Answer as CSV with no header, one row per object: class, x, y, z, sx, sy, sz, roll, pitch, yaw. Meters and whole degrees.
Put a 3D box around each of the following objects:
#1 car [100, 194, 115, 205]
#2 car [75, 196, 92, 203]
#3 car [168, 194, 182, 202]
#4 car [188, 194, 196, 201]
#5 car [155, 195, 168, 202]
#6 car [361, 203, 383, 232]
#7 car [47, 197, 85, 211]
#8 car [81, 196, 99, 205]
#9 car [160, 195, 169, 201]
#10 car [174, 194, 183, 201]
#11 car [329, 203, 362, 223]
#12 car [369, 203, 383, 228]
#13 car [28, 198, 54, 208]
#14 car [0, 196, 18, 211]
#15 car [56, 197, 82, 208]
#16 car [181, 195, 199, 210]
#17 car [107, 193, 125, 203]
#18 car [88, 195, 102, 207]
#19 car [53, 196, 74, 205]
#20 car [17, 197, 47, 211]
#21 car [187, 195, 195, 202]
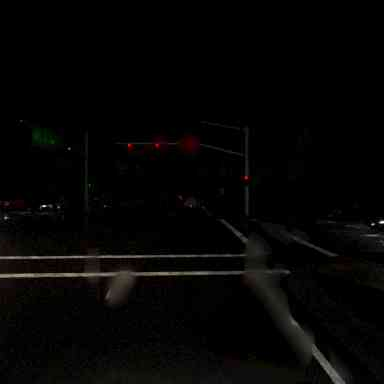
car,-15.230,1.564,57.665,1.994,1.385,4.181,0,0,0
car,-22.179,1.594,68.065,1.895,1.301,4.718,0,0,0
car,-3.656,1.551,74.638,1.994,1.385,4.181,0,0,1
car,0.031,1.419,84.414,1.882,1.535,5.008,0,0,1
car,-7.159,1.537,74.218,2.033,1.411,5.357,0,0,1
car,12.196,1.505,17.949,4.892,1.490,1.837,0,0,1
car,-15.207,1.491,40.352,2.128,1.511,4.902,0,0,0
car,-18.716,1.505,61.088,1.837,1.490,4.892,0,0,0
car,-6.967,1.465,84.580,1.812,1.442,4.674,0,0,1
car,-3.469,1.296,84.467,2.097,1.767,4.553,0,0,1
car,12.749,1.525,24.945,4.674,1.442,1.812,0,0,1
car,14.354,1.505,21.428,4.892,1.490,1.837,0,0,1
car,-22.227,1.564,49.040,1.994,1.385,4.181,0,0,0
car,-22.207,1.352,40.409,2.097,1.767,4.553,0,0,0
car,-18.731,1.547,50.974,2.033,1.411,5.357,0,0,0
car,-0.116,1.526,43.216,1.812,1.442,4.674,0,0,0
car,-15.181,1.225,68.146,2.150,2.045,5.566,0,0,0
car,-15.226,1.564,49.255,1.994,1.385,4.181,0,0,0
car,-22.219,1.526,57.782,1.812,1.442,4.674,0,0,0
car,-18.745,1.547,40.902,2.033,1.411,5.357,0,0,0
car,-0.159,1.522,74.234,1.812,1.442,4.674,0,0,1
